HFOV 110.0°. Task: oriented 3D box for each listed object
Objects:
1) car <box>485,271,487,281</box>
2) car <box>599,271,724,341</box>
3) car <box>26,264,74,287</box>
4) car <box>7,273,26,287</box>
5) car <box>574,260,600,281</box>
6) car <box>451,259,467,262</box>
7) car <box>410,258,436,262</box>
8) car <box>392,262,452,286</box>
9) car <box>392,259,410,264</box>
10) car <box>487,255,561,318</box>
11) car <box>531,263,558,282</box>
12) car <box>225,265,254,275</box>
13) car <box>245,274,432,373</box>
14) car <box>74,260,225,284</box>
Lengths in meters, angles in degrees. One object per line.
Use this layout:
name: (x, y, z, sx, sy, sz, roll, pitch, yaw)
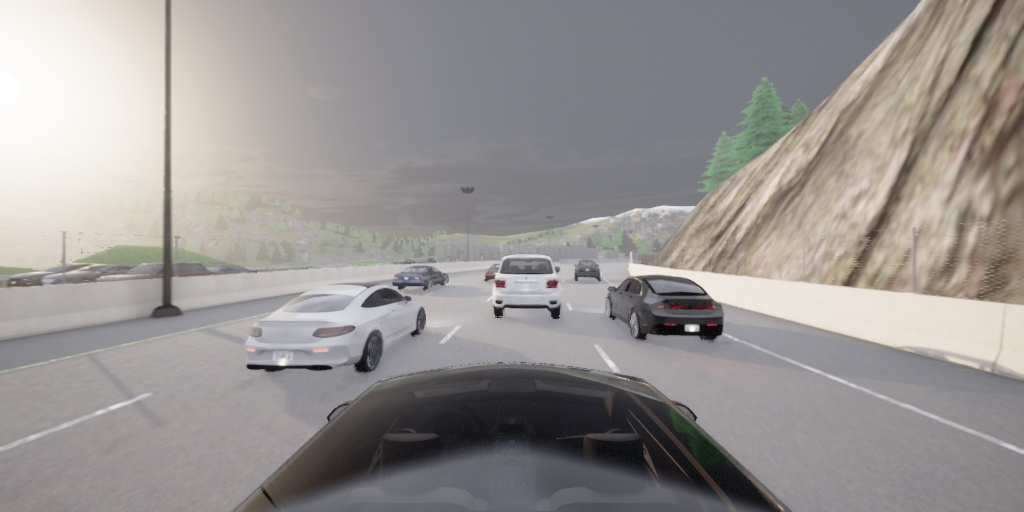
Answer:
car: (-0.897, 1.327, 29.554, 1.994, 1.385, 4.181, 0, 0, 9)
car: (3.915, 1.269, 9.958, 1.837, 1.490, 4.892, 0, 0, 3)
car: (-23.484, 1.197, 20.701, 2.128, 1.511, 4.902, 0, 0, 6)
car: (-26.874, 1.204, 21.930, 1.837, 1.490, 4.892, 0, 0, 6)
car: (6.490, 1.134, 31.106, 2.097, 1.767, 4.553, 0, 0, 10)
car: (-8.334, 1.310, 58.442, 2.033, 1.411, 5.357, 0, 0, 18)
car: (-14.776, 1.101, 61.182, 2.097, 1.767, 4.553, 0, 0, 18)
car: (-5.541, 1.296, 22.317, 2.033, 1.411, 5.357, 0, 0, 7)
car: (-18.447, 1.218, 61.204, 1.882, 1.535, 5.008, 0, 0, 18)
car: (0.601, 0.980, 13.217, 2.150, 2.045, 5.566, 0, 0, 4)
car: (2.847, 1.337, 30.657, 1.994, 1.385, 4.181, 0, 0, 10)
car: (-19.566, 1.281, 24.104, 1.994, 1.385, 4.181, 0, 0, 7)
car: (-3.222, 1.271, 7.462, 1.812, 1.442, 4.674, 0, 0, 2)
car: (-16.802, 1.071, 17.046, 2.097, 1.767, 4.553, 0, 0, 5)
